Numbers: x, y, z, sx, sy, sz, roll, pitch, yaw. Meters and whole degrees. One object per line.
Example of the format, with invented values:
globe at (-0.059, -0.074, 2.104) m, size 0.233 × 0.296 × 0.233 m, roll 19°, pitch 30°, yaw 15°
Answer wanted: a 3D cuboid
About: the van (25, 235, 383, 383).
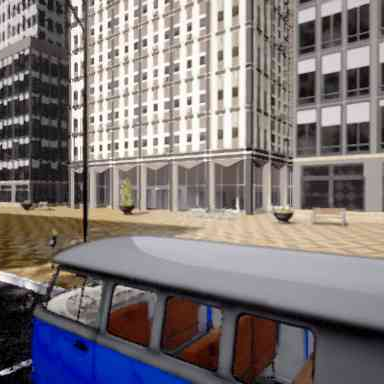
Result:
van at (0.334, 1.344, 2.629) m, size 3.998 × 1.788 × 1.690 m, roll 0°, pitch 0°, yaw 35°
